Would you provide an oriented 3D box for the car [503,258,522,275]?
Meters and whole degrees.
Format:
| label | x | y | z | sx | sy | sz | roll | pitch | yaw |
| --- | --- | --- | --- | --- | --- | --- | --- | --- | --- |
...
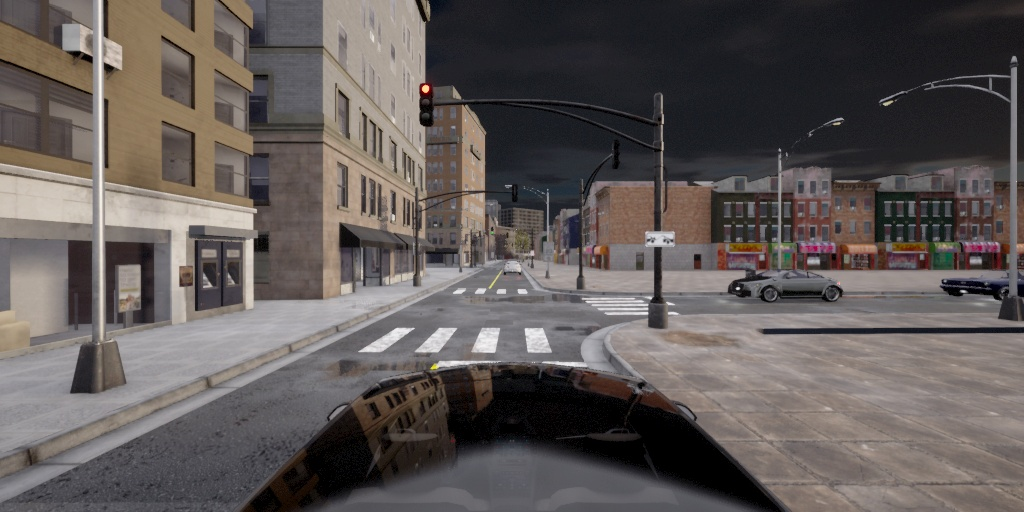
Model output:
| label | x | y | z | sx | sy | sz | roll | pitch | yaw |
| --- | --- | --- | --- | --- | --- | --- | --- | --- | --- |
| car | 0.066 | 1.284 | 39.708 | 1.812 | 1.442 | 4.674 | 0 | 0 | 0 |

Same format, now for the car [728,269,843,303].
| label | x | y | z | sx | sy | sz | roll | pitch | yaw |
| --- | --- | --- | --- | --- | --- | --- | --- | --- | --- |
| car | 12.041 | 1.261 | 15.962 | 4.181 | 1.385 | 1.994 | 0 | 0 | 0 |

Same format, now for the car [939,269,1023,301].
| label | x | y | z | sx | sy | sz | roll | pitch | yaw |
| --- | --- | --- | --- | --- | --- | --- | --- | --- | --- |
| car | 22.356 | 1.260 | 16.017 | 4.718 | 1.301 | 1.895 | 0 | 0 | 0 |
